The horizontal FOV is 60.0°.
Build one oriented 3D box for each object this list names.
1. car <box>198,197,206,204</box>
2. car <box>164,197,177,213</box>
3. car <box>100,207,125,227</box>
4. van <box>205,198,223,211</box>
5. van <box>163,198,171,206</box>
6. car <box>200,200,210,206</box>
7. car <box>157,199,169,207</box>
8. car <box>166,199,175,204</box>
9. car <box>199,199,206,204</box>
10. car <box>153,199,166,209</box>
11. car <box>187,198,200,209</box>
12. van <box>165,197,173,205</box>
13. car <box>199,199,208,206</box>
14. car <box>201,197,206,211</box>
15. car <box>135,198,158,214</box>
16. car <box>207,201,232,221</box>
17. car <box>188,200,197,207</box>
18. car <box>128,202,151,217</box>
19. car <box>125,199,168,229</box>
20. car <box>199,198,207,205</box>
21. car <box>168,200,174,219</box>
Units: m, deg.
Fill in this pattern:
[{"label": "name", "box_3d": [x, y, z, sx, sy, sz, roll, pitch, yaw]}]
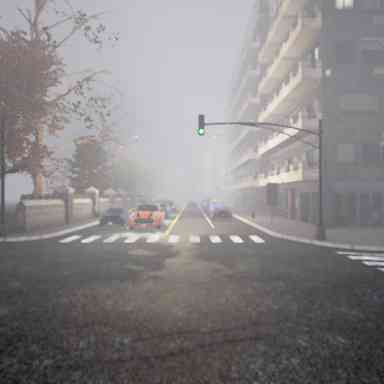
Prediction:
[{"label": "car", "box_3d": [2.686, 2.346, 92.897, 2.192, 1.841, 5.009, 0, -1, 0]}, {"label": "car", "box_3d": [-3.094, 1.806, 43.580, 2.097, 1.767, 4.553, 0, -1, 0]}, {"label": "car", "box_3d": [-5.690, 1.825, 25.337, 1.947, 1.339, 4.313, 0, -1, 0]}, {"label": "van", "box_3d": [2.690, 1.719, 36.600, 1.690, 1.788, 3.998, 0, -1, 0]}, {"label": "van", "box_3d": [-5.693, 2.165, 76.008, 1.690, 1.788, 3.998, 0, -1, 0]}, {"label": "car", "box_3d": [2.687, 2.308, 70.377, 2.008, 1.369, 4.403, 0, -1, 0]}, {"label": "car", "box_3d": [-5.692, 2.133, 64.747, 1.967, 1.590, 4.097, 0, -1, 0]}, {"label": "car", "box_3d": [-5.694, 2.511, 87.264, 2.008, 1.369, 4.403, 0, -1, 0]}, {"label": "car", "box_3d": [2.686, 2.542, 87.265, 1.802, 1.307, 4.206, 0, -1, 0]}, {"label": "car", "box_3d": [-5.692, 2.068, 59.118, 1.967, 1.590, 4.097, 0, -1, 0]}, {"label": "car", "box_3d": [0.099, 2.153, 55.667, 1.994, 1.385, 4.181, 0, -1, 0]}, {"label": "van", "box_3d": [-5.693, 2.232, 81.637, 1.690, 1.788, 3.998, 0, -1, 0]}, {"label": "car", "box_3d": [2.687, 2.369, 76.006, 1.887, 1.381, 4.507, 0, -1, 0]}, {"label": "car", "box_3d": [2.689, 1.942, 47.858, 1.967, 1.590, 4.097, 0, -1, 0]}, {"label": "car", "box_3d": [-5.691, 1.755, 42.230, 2.192, 1.841, 5.009, 0, -1, 0]}, {"label": "car", "box_3d": [2.690, 1.863, 30.967, 1.887, 1.381, 4.507, 0, -1, 0]}, {"label": "car", "box_3d": [0.063, 2.229, 65.650, 1.812, 1.442, 4.674, 0, -1, 0]}, {"label": "car", "box_3d": [-5.690, 1.902, 36.428, 1.752, 1.417, 4.829, 0, -1, 0]}, {"label": "car", "box_3d": [-3.103, 1.593, 23.594, 2.097, 1.767, 4.553, 0, -1, 0]}, {"label": "car", "box_3d": [2.687, 2.332, 81.636, 1.967, 1.590, 4.097, 0, -1, 0]}, {"label": "car", "box_3d": [-3.101, 1.841, 32.787, 1.837, 1.490, 4.892, 0, 0, 0]}]
